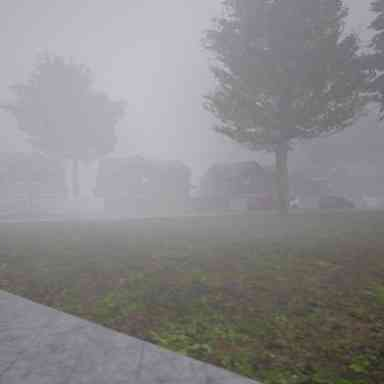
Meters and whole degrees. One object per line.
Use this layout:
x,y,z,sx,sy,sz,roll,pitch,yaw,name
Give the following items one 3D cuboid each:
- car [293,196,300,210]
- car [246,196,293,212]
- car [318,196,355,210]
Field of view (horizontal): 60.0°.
12.323,1.504,45.821,5.566,2.045,2.150,1,0,-27,car
9.300,1.480,41.113,5.566,2.045,2.150,0,0,-27,car
20.372,1.542,46.860,5.566,2.045,2.150,0,0,-27,car
